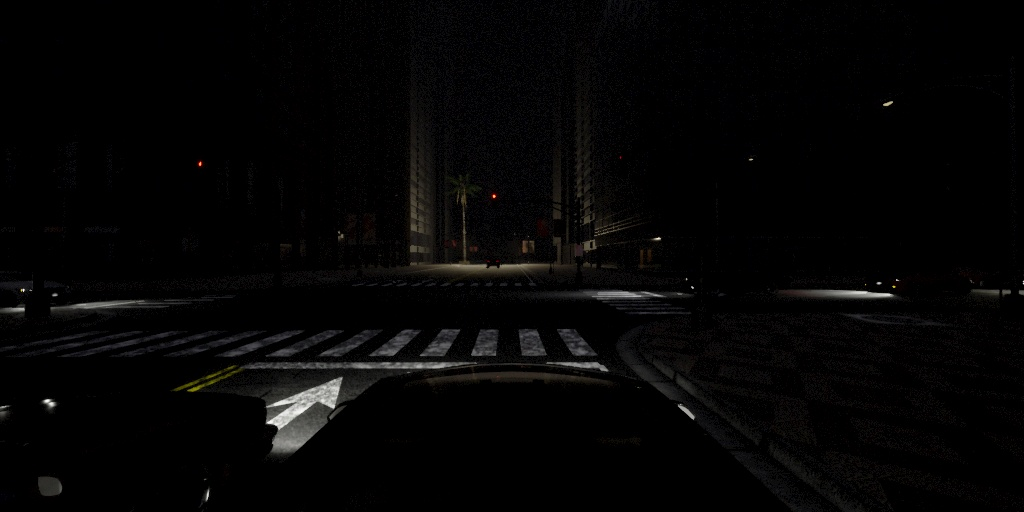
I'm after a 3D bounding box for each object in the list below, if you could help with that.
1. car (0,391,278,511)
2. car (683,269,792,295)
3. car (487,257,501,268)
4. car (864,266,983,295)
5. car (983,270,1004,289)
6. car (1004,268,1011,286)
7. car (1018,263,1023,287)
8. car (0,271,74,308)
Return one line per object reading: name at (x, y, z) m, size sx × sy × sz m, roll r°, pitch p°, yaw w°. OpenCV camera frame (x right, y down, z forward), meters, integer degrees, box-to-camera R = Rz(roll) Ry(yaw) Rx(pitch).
car at (-3.176, 1.297, 0.755) m, size 2.033 × 1.411 × 5.357 m, roll 0°, pitch 0°, yaw 4°
car at (11.619, 1.319, 18.750) m, size 4.718 × 1.301 × 1.895 m, roll 0°, pitch 0°, yaw -1°
car at (-3.269, 1.152, 64.385) m, size 2.150 × 2.045 × 5.566 m, roll 0°, pitch 0°, yaw 0°
car at (21.335, 1.249, 18.911) m, size 4.181 × 1.385 × 1.994 m, roll 0°, pitch 0°, yaw 0°
car at (26.427, 1.273, 21.759) m, size 4.207 × 1.307 × 1.802 m, roll 0°, pitch 0°, yaw -1°
car at (32.065, 1.115, 21.857) m, size 4.097 × 1.591 × 1.967 m, roll 0°, pitch 0°, yaw -1°
car at (30.394, 1.010, 19.072) m, size 4.553 × 1.767 × 2.097 m, roll 0°, pitch 0°, yaw -1°
car at (-21.378, 1.354, 14.979) m, size 4.674 × 1.442 × 1.812 m, roll 0°, pitch 0°, yaw 1°
